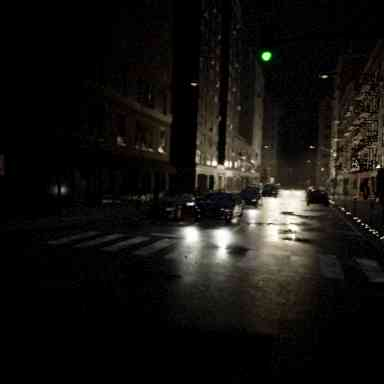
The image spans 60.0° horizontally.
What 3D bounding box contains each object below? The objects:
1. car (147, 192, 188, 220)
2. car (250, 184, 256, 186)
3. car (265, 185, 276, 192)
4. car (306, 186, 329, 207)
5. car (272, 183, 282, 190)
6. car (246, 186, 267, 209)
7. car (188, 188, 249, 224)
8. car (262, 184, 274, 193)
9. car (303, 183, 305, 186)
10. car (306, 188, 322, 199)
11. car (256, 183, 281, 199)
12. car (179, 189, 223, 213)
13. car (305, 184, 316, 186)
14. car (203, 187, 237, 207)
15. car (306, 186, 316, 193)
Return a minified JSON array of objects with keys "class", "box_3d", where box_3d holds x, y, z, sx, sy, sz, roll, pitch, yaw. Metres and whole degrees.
[{"class":"car","box_3d":[-0.991,0.707,18.570,2.008,1.369,4.403,3,3,19]},{"class":"car","box_3d":[7.821,-0.050,44.367,1.947,1.339,4.313,3,3,19]},{"class":"car","box_3d":[16.630,-0.805,70.161,1.802,1.307,4.206,3,3,19]},{"class":"car","box_3d":[11.887,0.513,31.455,1.967,1.590,4.097,3,3,19]},{"class":"car","box_3d":[21.921,-1.395,85.632,1.967,1.590,4.097,3,2,19]},{"class":"car","box_3d":[4.788,0.507,27.634,1.812,1.442,4.674,3,3,19]},{"class":"car","box_3d":[1.632,0.734,18.395,1.882,1.535,5.008,3,3,19]},{"class":"car","box_3d":[14.816,-0.705,64.839,1.752,1.417,4.829,3,3,19]},{"class":"car","box_3d":[24.227,-0.694,67.567,2.192,1.841,5.009,3,3,19]},{"class":"car","box_3d":[17.171,0.152,46.938,1.887,1.381,4.507,3,3,19]},{"class":"car","box_3d":[9.897,-0.112,42.483,2.097,1.767,4.553,3,3,19]},{"class":"car","box_3d":[0.772,0.547,23.730,1.887,1.381,4.507,3,3,19]},{"class":"car","box_3d":[15.412,0.203,41.775,1.967,1.590,4.097,3,3,19]},{"class":"car","box_3d":[2.480,0.379,28.727,1.752,1.417,4.829,3,3,19]},{"class":"car","box_3d":[25.981,-0.594,72.735,1.947,1.339,4.313,3,2,19]}]
